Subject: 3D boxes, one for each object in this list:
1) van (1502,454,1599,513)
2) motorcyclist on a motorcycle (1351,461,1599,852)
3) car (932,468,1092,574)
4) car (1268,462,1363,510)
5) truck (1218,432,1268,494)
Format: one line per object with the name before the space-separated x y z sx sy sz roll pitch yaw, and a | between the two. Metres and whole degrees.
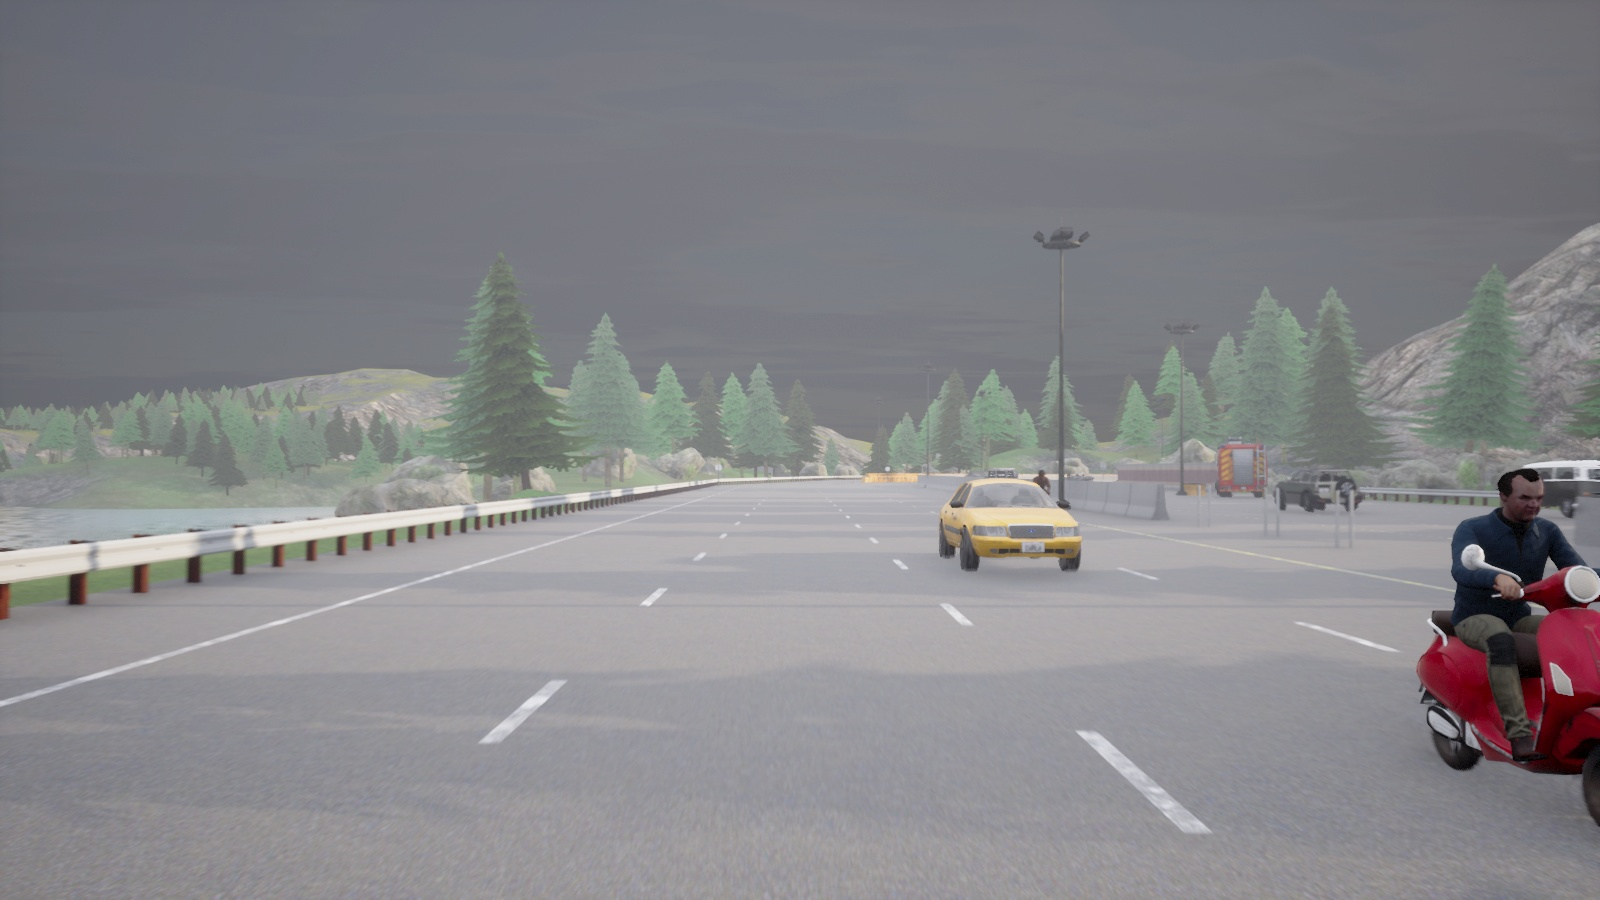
van | 27.891 1.188 45.746 2.069 2.038 4.480 0 -1 0
motorcyclist on a motorcycle | 3.486 0.855 6.029 0.866 1.590 1.817 0 -1 0
car | 3.448 1.097 21.430 1.801 1.575 5.366 0 -1 0
car | 20.879 1.401 51.054 1.932 1.855 4.605 0 0 0
truck | 29.015 0.909 82.474 2.891 3.827 8.468 -1 -1 19
